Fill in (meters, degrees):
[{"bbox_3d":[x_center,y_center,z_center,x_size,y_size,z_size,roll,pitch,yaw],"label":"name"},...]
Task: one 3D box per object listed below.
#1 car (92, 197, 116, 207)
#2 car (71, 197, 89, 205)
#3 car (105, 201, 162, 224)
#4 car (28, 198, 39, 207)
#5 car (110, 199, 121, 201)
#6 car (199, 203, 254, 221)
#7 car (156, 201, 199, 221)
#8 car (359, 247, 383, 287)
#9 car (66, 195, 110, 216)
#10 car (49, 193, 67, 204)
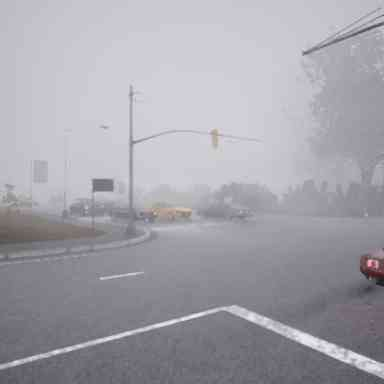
[{"bbox_3d":[-14.665,1.609,55.173,2.033,1.411,5.357,0,0,-38],"label":"car"},{"bbox_3d":[-21.384,1.661,63.452,1.895,1.301,4.718,0,0,-38],"label":"car"},{"bbox_3d":[-4.592,1.635,25.522,1.895,1.301,4.718,0,0,-39],"label":"car"},{"bbox_3d":[-25.126,1.578,51.264,2.033,1.411,5.357,0,0,-38],"label":"car"},{"bbox_3d":[-8.105,1.590,35.492,2.033,1.411,5.357,0,0,-39],"label":"car"},{"bbox_3d":[2.695,1.603,28.228,2.033,1.411,5.357,0,0,-41],"label":"car"},{"bbox_3d":[-1.962,1.522,27.841,1.882,1.535,5.008,0,0,-39],"label":"car"},{"bbox_3d":[6.194,1.630,8.165,4.718,1.301,1.895,0,0,-36],"label":"car"},{"bbox_3d":[-10.295,1.385,32.630,2.097,1.767,4.553,0,0,-39],"label":"car"},{"bbox_3d":[-25.132,1.272,62.725,2.150,2.045,5.566,0,0,-38],"label":"car"}]
